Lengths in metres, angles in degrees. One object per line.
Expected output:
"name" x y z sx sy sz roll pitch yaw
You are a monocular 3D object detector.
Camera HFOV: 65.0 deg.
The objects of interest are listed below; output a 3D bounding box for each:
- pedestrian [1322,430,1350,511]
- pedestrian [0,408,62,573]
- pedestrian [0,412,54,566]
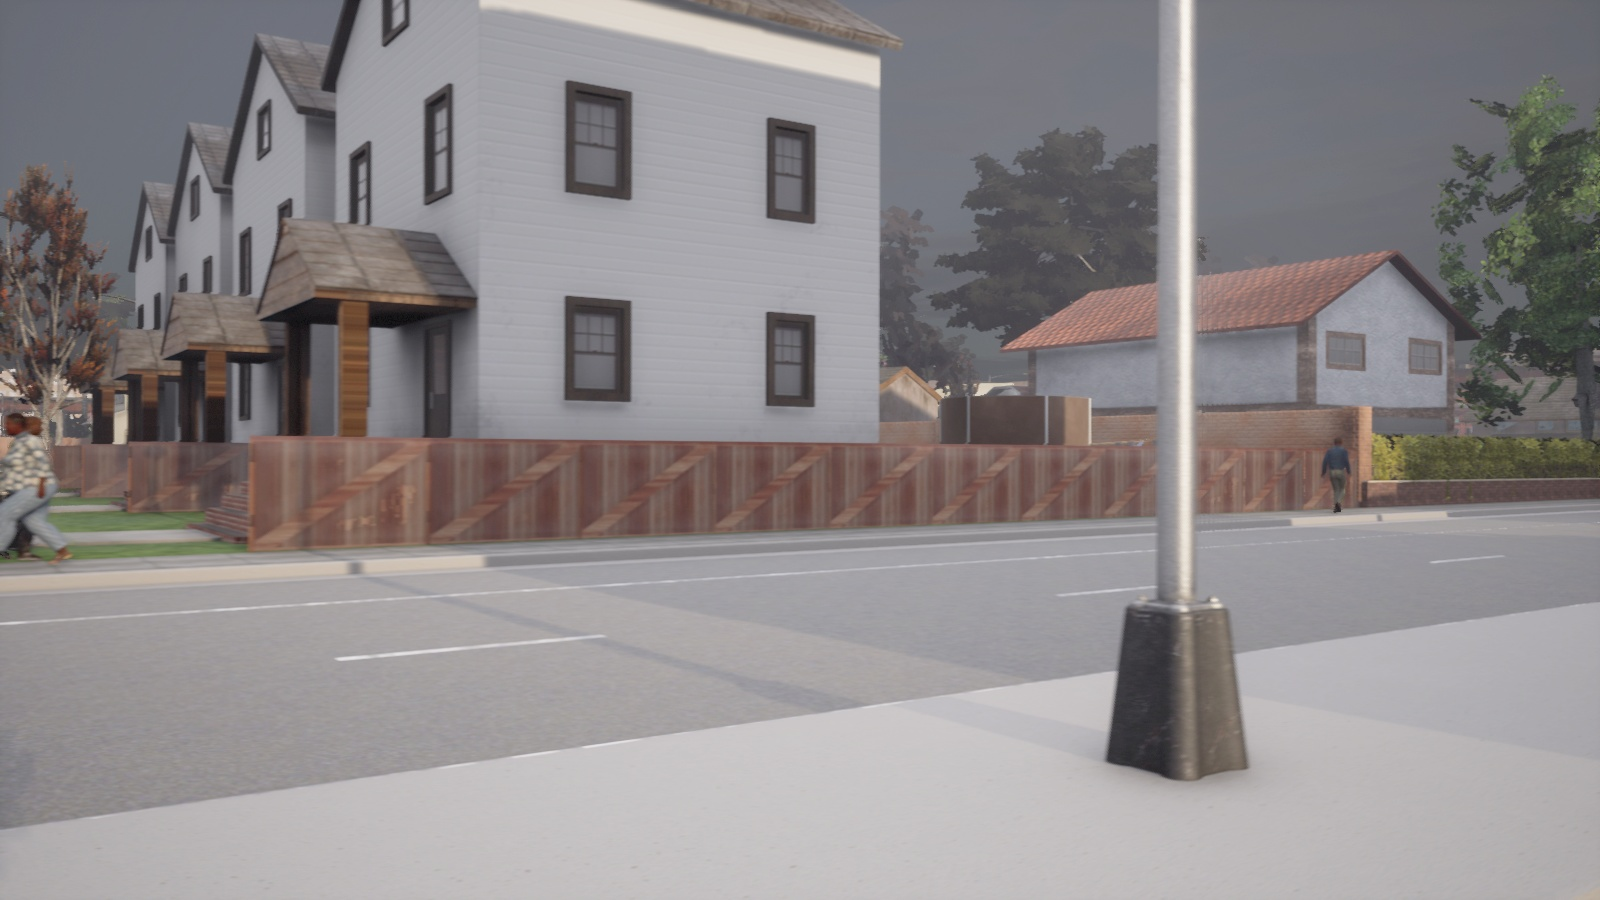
"pedestrian" 12.414 0.466 29.073 0.370 1.835 0.726 0 0 43
"pedestrian" -9.149 0.454 14.577 0.900 1.855 0.874 0 0 -38
"pedestrian" -9.486 0.462 15.221 0.726 1.835 0.370 0 0 -35
